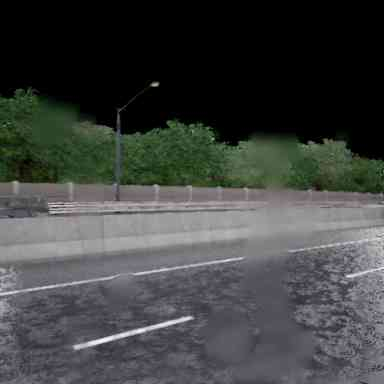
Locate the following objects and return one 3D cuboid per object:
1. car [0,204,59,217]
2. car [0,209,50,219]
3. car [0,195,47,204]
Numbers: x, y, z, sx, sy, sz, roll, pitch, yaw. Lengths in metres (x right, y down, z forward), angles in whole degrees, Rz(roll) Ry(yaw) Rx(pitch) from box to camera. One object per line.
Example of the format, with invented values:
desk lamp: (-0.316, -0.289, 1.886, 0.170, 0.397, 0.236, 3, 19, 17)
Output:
car: (-10.106, 1.562, 18.280, 5.357, 1.411, 2.033, 1, 0, -36)
car: (-9.111, 1.606, 14.691, 4.718, 1.301, 1.895, 1, 0, -36)
car: (-12.023, 1.236, 21.211, 5.566, 2.045, 2.150, 1, 0, -35)
